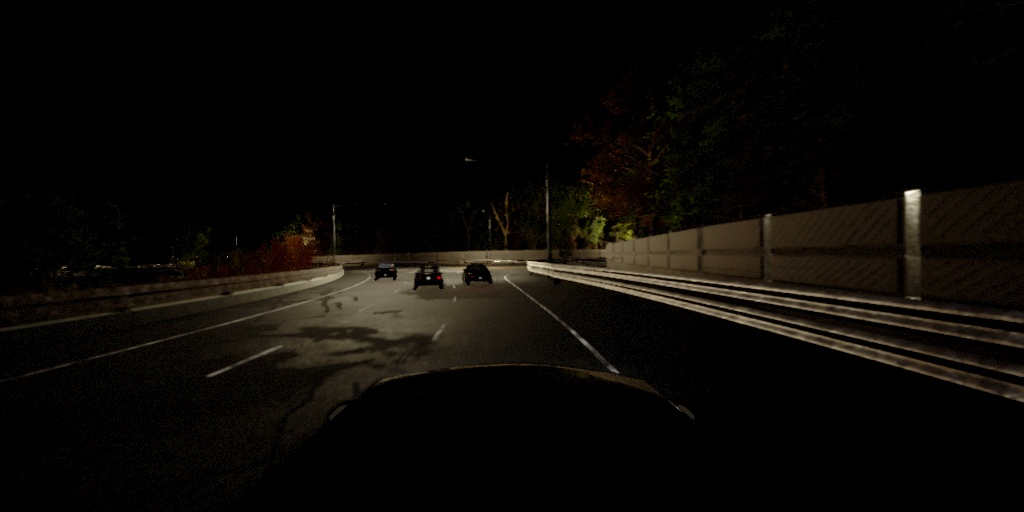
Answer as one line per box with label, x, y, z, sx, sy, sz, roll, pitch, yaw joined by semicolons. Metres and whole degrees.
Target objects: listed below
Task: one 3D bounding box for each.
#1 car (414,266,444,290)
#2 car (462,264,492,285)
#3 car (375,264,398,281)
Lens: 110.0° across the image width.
car;-5.521;1.394;23.910;2.033;1.411;5.357;-1;0;-12
car;-2.654;1.321;26.705;1.812;1.442;4.674;-1;0;-12
car;-11.573;1.445;33.130;2.128;1.511;4.902;-1;0;-17
